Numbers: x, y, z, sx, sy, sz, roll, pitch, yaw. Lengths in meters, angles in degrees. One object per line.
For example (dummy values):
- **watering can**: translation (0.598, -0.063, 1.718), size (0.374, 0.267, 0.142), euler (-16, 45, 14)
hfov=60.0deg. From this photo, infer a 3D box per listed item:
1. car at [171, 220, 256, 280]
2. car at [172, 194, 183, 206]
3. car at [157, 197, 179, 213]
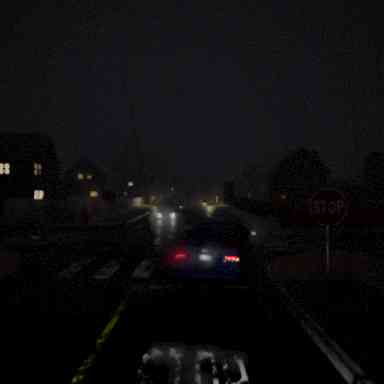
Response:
- **car**: translation (0.873, 1.570, 10.070), size (2.033, 1.411, 5.357), euler (0, 0, 13)
- **car**: translation (-2.766, 1.436, 61.652), size (2.150, 2.045, 5.566), euler (0, -1, 0)
- **car**: translation (-2.845, 1.606, 38.603), size (1.837, 1.490, 4.892), euler (0, 0, 0)
